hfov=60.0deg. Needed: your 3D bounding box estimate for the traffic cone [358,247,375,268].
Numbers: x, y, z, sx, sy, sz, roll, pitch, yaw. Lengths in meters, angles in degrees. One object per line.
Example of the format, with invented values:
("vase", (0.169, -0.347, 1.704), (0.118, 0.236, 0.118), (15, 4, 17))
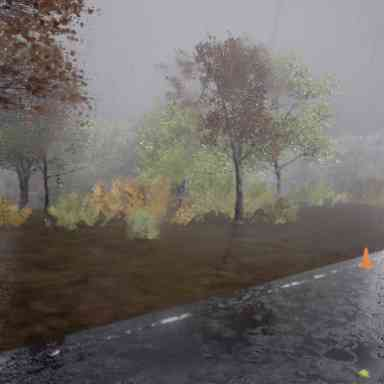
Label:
("traffic cone", (5.234, 1.955, 9.988), (0.340, 0.580, 0.340), (0, 0, -39))
